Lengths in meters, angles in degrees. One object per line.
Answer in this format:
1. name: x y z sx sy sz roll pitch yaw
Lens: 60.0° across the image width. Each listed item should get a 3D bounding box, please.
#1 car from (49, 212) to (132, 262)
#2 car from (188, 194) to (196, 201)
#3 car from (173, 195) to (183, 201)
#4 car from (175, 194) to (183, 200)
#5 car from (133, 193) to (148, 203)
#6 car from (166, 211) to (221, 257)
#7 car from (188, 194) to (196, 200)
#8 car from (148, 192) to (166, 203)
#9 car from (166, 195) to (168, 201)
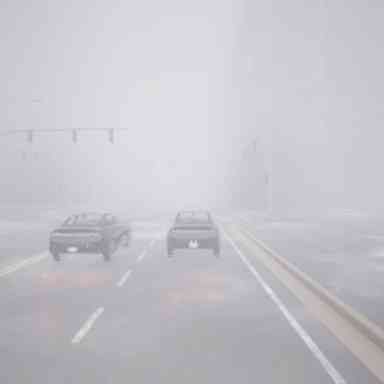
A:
1. car: -3.442 1.473 12.069 2.128 1.511 4.902 0 0 0
2. car: -0.009 1.492 81.820 1.895 1.301 4.718 0 0 0
3. car: -3.509 1.397 81.162 1.837 1.490 4.892 0 0 0
4. car: -3.510 1.411 90.864 2.033 1.411 5.357 0 0 0
5. car: -10.514 1.395 66.464 1.882 1.535 5.008 0 0 0
6. car: 0.063 1.475 12.956 2.128 1.511 4.902 0 0 0
7. car: -0.010 1.349 90.865 1.882 1.535 5.008 0 0 0
8. car: -7.015 1.272 66.518 2.097 1.767 4.553 0 0 0
9. car: -7.009 1.394 81.981 1.837 1.490 4.892 0 0 0
